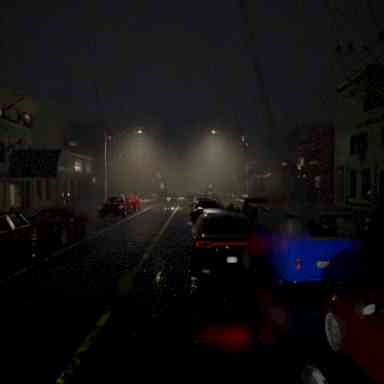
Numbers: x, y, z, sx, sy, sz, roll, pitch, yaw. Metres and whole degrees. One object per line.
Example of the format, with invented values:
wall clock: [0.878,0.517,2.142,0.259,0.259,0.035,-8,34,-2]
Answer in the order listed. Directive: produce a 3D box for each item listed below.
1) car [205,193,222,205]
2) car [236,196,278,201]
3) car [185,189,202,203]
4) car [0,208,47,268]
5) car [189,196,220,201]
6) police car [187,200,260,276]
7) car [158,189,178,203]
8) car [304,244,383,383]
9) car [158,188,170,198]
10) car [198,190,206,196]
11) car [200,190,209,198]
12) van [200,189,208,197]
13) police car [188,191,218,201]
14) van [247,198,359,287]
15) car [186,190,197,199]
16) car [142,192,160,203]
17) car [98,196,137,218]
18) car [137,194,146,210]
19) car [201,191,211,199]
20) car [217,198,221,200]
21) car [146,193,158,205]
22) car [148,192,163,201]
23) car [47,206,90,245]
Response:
car: [2.639,0.900,41.894,1.947,1.339,4.313,-1,1,0]
car: [2.670,1.089,14.152,2.192,1.841,5.009,-1,1,0]
car: [-0.030,0.740,47.198,2.128,1.511,4.902,0,1,0]
car: [-5.703,1.302,8.594,1.967,1.590,4.097,-1,1,0]
car: [0.877,1.188,19.881,1.837,1.490,4.892,0,1,0]
police car: [0.890,1.265,9.991,1.930,1.638,5.238,0,1,0]
car: [-3.066,0.753,46.565,2.128,1.511,4.902,0,1,0]
car: [2.686,1.531,3.061,1.802,1.307,4.206,-1,1,0]
car: [-5.777,0.208,69.616,2.192,1.841,5.009,-1,1,0]
car: [2.585,0.151,86.445,1.752,1.417,4.829,-1,1,0]
car: [2.605,0.416,69.801,1.752,1.417,4.829,-1,1,0]
van: [2.596,0.146,75.176,1.690,1.788,3.998,-1,1,0]
police car: [0.870,1.012,25.990,1.930,1.638,5.238,0,1,0]
van: [2.677,1.203,8.605,1.690,1.788,3.998,-1,1,0]
car: [-0.073,0.501,61.494,1.882,1.535,5.008,0,1,0]
car: [-5.749,0.797,47.429,2.008,1.369,4.403,-1,1,0]
car: [-5.723,1.038,25.237,1.967,1.590,4.097,-1,1,0]
car: [-5.728,1.055,30.786,1.887,1.381,4.507,-1,1,0]
car: [2.612,0.564,64.085,1.802,1.307,4.206,-1,1,0]
car: [2.665,1.268,19.704,1.802,1.307,4.206,-1,1,0]
car: [-5.741,0.916,41.882,1.802,1.307,4.206,-1,1,0]
car: [-5.755,0.740,52.978,1.802,1.307,4.206,-1,1,0]
car: [-5.709,1.319,14.143,1.887,1.381,4.507,-1,1,0]
